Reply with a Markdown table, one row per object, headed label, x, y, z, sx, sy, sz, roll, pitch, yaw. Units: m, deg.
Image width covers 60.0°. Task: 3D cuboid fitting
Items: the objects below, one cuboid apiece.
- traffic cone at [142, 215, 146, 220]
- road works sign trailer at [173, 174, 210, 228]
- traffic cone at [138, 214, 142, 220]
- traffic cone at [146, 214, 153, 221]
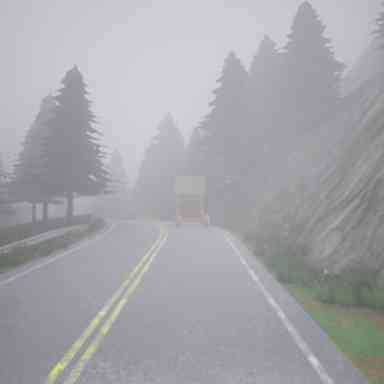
| label | x | y | z | sx | sy | sz | roll | pitch | yaw |
| --- | --- | --- | --- | --- | --- | --- | --- | --- | --- |
| traffic cone | -4.310 | 2.359 | 31.487 | 0.340 | 0.580 | 0.340 | 2 | -4 | -18 |
| road works sign trailer | -0.201 | 0.578 | 23.371 | 2.380 | 3.560 | 2.880 | 1 | -1 | -17 |
| traffic cone | -4.931 | 2.487 | 33.386 | 0.340 | 0.580 | 0.340 | 2 | -5 | -18 |
| traffic cone | -3.690 | 2.252 | 29.586 | 0.340 | 0.580 | 0.340 | 2 | -3 | -18 |
